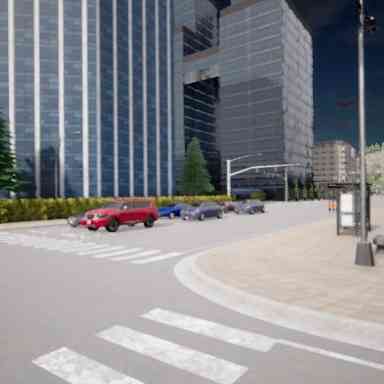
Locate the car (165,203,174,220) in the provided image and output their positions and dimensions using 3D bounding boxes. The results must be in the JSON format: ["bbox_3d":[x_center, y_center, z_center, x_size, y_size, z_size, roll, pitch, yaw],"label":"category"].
[{"bbox_3d":[-1.639,1.791,32.631,1.882,1.535,5.008,-1,-1,36],"label":"car"}]

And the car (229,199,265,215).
[{"bbox_3d":[6.590,1.620,38.079,2.097,1.767,4.553,-1,-1,36],"label":"car"}]

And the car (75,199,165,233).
[{"bbox_3d":[-4.650,1.491,22.428,2.150,2.045,5.566,-1,-1,36],"label":"car"}]

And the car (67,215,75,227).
[{"bbox_3d":[-7.067,1.838,25.042,1.812,1.442,4.674,-1,0,36],"label":"car"}]

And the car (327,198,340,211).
[{"bbox_3d":[19.093,1.526,42.793,2.097,1.767,4.553,-1,-1,39],"label":"car"}]

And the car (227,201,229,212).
[{"bbox_3d":[4.192,1.839,40.732,1.812,1.442,4.674,-1,-1,36],"label":"car"}]

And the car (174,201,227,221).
[{"bbox_3d":[0.855,1.621,30.104,2.097,1.767,4.553,-1,-1,36],"label":"car"}]
